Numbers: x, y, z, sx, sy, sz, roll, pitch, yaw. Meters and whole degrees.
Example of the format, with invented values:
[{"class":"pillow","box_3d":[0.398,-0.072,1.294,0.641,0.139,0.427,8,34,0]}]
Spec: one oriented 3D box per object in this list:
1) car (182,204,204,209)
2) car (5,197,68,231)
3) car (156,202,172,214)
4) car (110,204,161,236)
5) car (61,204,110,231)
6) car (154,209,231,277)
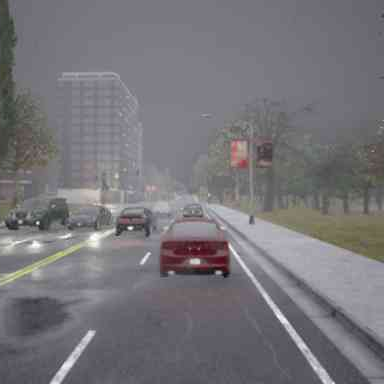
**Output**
[{"class":"car","box_3d":[0.097,1.768,30.260,2.033,1.411,5.357,0,-1,0]},{"class":"car","box_3d":[-9.852,1.369,21.844,2.150,2.045,5.566,0,0,0]},{"class":"car","box_3d":[-3.153,1.794,35.698,1.812,1.442,4.674,0,-1,0]},{"class":"car","box_3d":[-3.153,1.632,19.461,1.837,1.490,4.892,0,-1,0]},{"class":"car","box_3d":[-6.601,1.653,21.879,1.837,1.490,4.892,0,0,0]},{"class":"car","box_3d":[0.083,1.540,10.538,1.882,1.535,5.008,0,0,0]}]
